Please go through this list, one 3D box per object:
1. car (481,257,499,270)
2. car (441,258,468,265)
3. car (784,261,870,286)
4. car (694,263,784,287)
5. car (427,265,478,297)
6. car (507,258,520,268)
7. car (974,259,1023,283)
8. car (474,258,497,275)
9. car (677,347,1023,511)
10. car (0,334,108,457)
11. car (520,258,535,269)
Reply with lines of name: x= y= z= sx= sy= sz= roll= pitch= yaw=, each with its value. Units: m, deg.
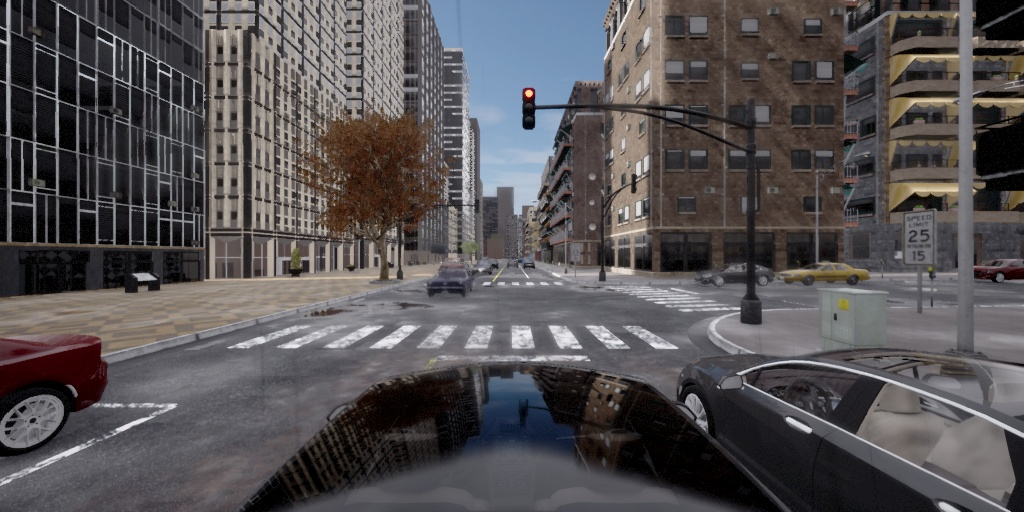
car: x=-3.082 y=1.134 z=54.003 sx=2.097 sy=1.767 sz=4.553 roll=0 pitch=0 yaw=0
car: x=-5.687 y=1.079 z=34.734 sx=2.192 sy=1.841 sz=5.009 roll=0 pitch=0 yaw=0
car: x=18.835 y=0.993 z=21.814 sx=4.829 sy=1.417 sz=1.751 roll=0 pitch=0 yaw=-1
car: x=13.438 y=1.095 z=21.760 sx=4.403 sy=1.370 sz=2.007 roll=0 pitch=0 yaw=-1
car: x=-3.098 y=1.355 z=18.853 sx=1.895 sy=1.301 sz=4.718 roll=0 pitch=0 yaw=0
car: x=0.110 y=1.281 z=62.683 sx=2.128 sy=1.511 sz=4.902 roll=0 pitch=0 yaw=0
car: x=30.139 y=0.858 z=21.928 sx=4.507 sy=1.381 sz=1.888 roll=0 pitch=0 yaw=-1
car: x=-3.095 y=1.260 z=38.574 sx=2.128 sy=1.511 sz=4.902 roll=0 pitch=0 yaw=0
car: x=2.689 y=1.300 z=2.346 sx=2.007 sy=1.370 sz=4.403 roll=0 pitch=0 yaw=0
car: x=-5.691 y=1.295 z=2.347 sx=1.888 sy=1.381 sz=4.507 roll=0 pitch=0 yaw=0
car: x=2.697 y=1.349 z=56.824 sx=1.948 sy=1.339 sz=4.313 roll=0 pitch=0 yaw=0
